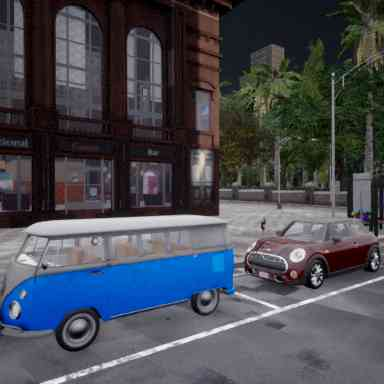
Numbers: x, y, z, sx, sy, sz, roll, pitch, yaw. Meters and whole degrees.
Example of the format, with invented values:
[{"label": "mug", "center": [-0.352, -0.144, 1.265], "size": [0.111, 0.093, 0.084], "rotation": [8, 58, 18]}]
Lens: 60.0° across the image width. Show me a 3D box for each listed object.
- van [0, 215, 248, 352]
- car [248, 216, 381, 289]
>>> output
[{"label": "van", "center": [-1.085, 1.341, 5.887], "size": [3.998, 1.788, 1.690], "rotation": [0, 0, -36]}, {"label": "car", "center": [3.316, 1.439, 9.061], "size": [4.097, 1.590, 1.967], "rotation": [0, 0, -36]}]
